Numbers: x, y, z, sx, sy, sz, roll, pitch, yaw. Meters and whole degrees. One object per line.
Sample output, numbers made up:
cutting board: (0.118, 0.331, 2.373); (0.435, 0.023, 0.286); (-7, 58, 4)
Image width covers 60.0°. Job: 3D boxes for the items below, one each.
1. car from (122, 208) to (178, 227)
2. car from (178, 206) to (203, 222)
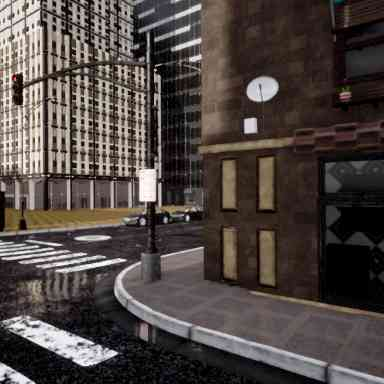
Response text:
car: (-3.468, 1.893, 25.899); (2.008, 1.369, 4.403); (-2, -2, 35)
car: (-0.262, 1.974, 30.453); (2.008, 1.369, 4.403); (-2, -2, 35)
